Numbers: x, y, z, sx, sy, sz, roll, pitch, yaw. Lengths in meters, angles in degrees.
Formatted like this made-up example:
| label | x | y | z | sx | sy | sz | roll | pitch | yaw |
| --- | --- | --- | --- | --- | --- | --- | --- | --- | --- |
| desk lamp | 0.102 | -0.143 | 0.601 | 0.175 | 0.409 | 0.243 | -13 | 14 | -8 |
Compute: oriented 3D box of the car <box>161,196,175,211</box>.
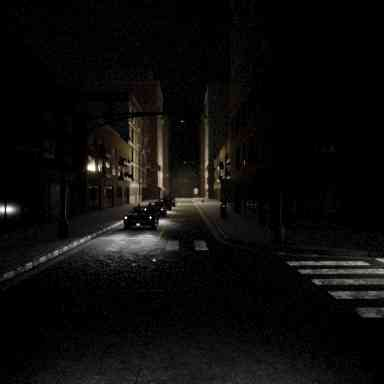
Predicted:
| label | x | y | z | sx | sy | sz | roll | pitch | yaw |
| --- | --- | --- | --- | --- | --- | --- | --- | --- | --- |
| car | -3.465 | 1.548 | 40.161 | 1.994 | 1.385 | 4.181 | 0 | 0 | 0 |

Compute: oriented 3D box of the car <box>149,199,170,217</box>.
| label | x | y | z | sx | sy | sz | roll | pitch | yaw |
| --- | --- | --- | --- | --- | --- | --- | --- | --- | --- |
| car | -3.340 | 1.592 | 30.887 | 1.895 | 1.301 | 4.718 | 0 | 0 | -1 |

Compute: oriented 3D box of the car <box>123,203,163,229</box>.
| label | x | y | z | sx | sy | sz | roll | pitch | yaw |
| --- | --- | --- | --- | --- | --- | --- | --- | --- | --- |
| car | -3.197 | 1.596 | 21.715 | 1.895 | 1.301 | 4.718 | 0 | 0 | -1 |
